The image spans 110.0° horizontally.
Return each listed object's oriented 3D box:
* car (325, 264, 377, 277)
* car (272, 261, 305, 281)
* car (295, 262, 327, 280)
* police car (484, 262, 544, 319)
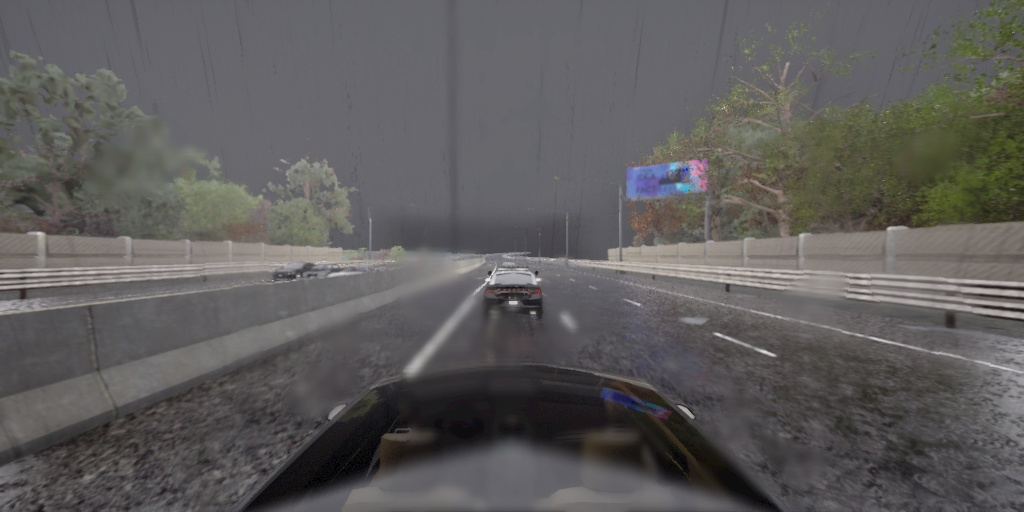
[{"bbox_3d":[-10.767,1.352,25.031,1.895,1.301,4.718,0,0,-1],"label":"car"},{"bbox_3d":[-17.842,1.229,30.045,1.882,1.535,5.008,0,0,-1],"label":"car"},{"bbox_3d":[-14.307,1.316,27.684,1.994,1.385,4.181,0,0,-1],"label":"car"},{"bbox_3d":[0.052,1.175,13.016,1.930,1.638,5.238,0,0,0],"label":"police car"}]
